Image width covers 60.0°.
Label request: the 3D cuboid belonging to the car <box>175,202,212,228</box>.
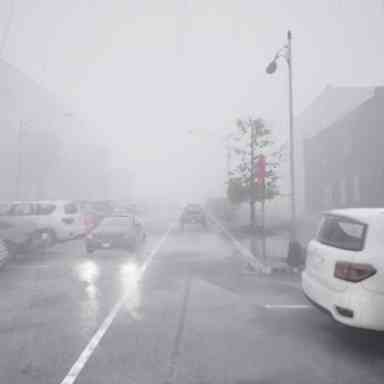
[{"bbox_3d":[0.098,1.777,24.616,2.128,1.511,4.902,0,-1,0],"label":"car"}]

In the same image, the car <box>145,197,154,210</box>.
[{"bbox_3d":[-7.621,1.848,42.841,4.553,1.767,2.185,0,-1,0],"label":"car"}]

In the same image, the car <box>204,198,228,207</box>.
[{"bbox_3d":[4.644,2.109,65.455,4.553,1.767,2.185,0,-1,0],"label":"car"}]

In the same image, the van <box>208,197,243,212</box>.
[{"bbox_3d":[4.793,1.784,45.918,4.442,1.987,1.878,0,-1,0],"label":"van"}]

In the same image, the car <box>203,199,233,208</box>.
[{"bbox_3d":[4.860,2.198,62.535,5.366,1.575,1.946,0,-1,0],"label":"car"}]

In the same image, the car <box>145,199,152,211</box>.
[{"bbox_3d":[-7.647,1.943,40.048,4.892,1.521,2.231,0,-1,0],"label":"car"}]

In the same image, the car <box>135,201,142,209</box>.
[{"bbox_3d":[-7.647,1.844,31.542,5.008,1.535,2.097,0,-1,0],"label":"car"}]

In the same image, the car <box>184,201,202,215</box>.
[{"bbox_3d":[0.097,1.969,41.362,2.128,1.511,4.902,0,-1,0],"label":"car"}]

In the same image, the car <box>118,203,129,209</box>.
[{"bbox_3d":[-7.650,1.821,26.080,4.674,1.452,2.002,0,-1,0],"label":"car"}]

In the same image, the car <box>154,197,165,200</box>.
[{"bbox_3d":[-7.626,2.228,62.395,4.792,1.488,2.163,0,-1,0],"label":"car"}]

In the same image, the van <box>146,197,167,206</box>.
[{"bbox_3d":[-7.773,2.168,73.546,4.442,1.987,1.878,0,-1,0],"label":"van"}]

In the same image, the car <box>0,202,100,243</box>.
[{"bbox_3d":[-7.621,1.559,17.702,4.553,1.767,2.185,0,-1,0],"label":"car"}]

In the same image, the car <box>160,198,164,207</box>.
[{"bbox_3d":[-7.684,2.164,56.808,4.792,1.488,2.163,0,-1,0],"label":"car"}]

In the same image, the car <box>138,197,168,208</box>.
[{"bbox_3d":[-7.627,1.980,65.192,5.566,2.045,2.435,0,-1,0],"label":"car"}]

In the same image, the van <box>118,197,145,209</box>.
[{"bbox_3d":[-7.536,1.652,34.463,4.442,1.987,1.878,0,-1,0],"label":"van"}]

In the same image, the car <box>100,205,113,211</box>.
[{"bbox_3d":[-7.680,1.746,20.491,4.792,1.488,2.163,0,-1,0],"label":"car"}]

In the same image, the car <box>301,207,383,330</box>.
[{"bbox_3d":[4.708,1.294,5.480,5.566,2.045,2.435,0,-1,0],"label":"car"}]

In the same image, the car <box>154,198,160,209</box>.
[{"bbox_3d":[-7.839,2.035,48.428,5.366,1.575,1.946,0,-1,0],"label":"car"}]

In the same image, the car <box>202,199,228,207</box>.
[{"bbox_3d":[4.680,2.272,68.243,5.008,1.535,2.097,0,-1,0],"label":"car"}]

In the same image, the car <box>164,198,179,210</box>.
[{"bbox_3d":[-3.069,2.113,55.137,1.882,1.535,5.008,0,-1,0],"label":"car"}]

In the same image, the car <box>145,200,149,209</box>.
[{"bbox_3d":[-7.659,1.911,37.254,4.892,1.521,2.231,0,-1,0],"label":"car"}]

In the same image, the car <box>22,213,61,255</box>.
[{"bbox_3d":[-7.680,1.650,12.113,4.792,1.488,2.163,0,-1,0],"label":"car"}]

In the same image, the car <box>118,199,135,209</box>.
[{"bbox_3d":[-7.683,1.688,28.874,4.553,1.767,2.185,0,-1,0],"label":"car"}]

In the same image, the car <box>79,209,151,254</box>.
[{"bbox_3d":[-3.101,1.693,14.392,1.812,1.442,4.674,0,-1,0],"label":"car"}]

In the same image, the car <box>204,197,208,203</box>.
[{"bbox_3d":[4.704,1.791,48.709,5.566,2.045,2.435,0,-1,0],"label":"car"}]

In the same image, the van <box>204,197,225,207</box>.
[{"bbox_3d":[4.791,2.101,71.022,4.442,1.987,1.878,0,-1,0],"label":"van"}]

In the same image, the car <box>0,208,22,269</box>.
[{"bbox_3d":[-7.682,1.463,9.322,4.553,1.767,2.185,0,-1,0],"label":"car"}]

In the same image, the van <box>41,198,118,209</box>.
[{"bbox_3d":[-7.769,1.523,23.290,4.442,1.987,1.878,0,-1,0],"label":"van"}]
